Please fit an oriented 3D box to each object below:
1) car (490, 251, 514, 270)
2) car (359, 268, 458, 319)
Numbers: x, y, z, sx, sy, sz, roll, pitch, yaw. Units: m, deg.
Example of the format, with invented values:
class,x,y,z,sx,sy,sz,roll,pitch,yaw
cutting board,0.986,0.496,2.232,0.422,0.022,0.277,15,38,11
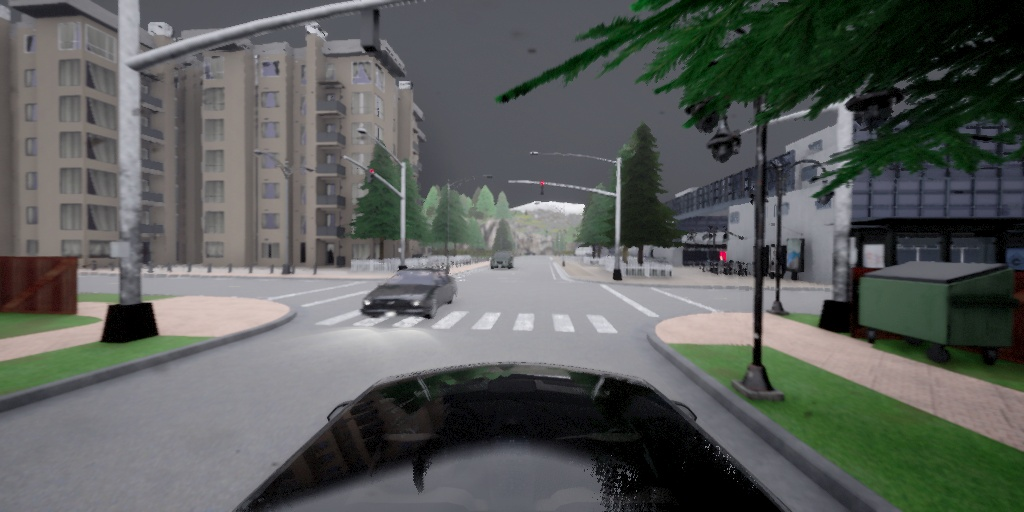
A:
class,x,y,z,sx,sy,sz,roll,pitch,yaw
car,-0.985,0.523,38.779,2.150,2.045,5.566,1,2,5
car,-3.114,1.122,12.120,2.033,1.411,5.357,1,1,2
